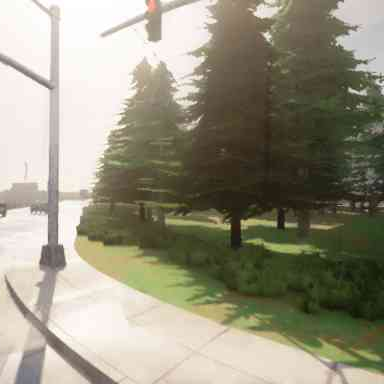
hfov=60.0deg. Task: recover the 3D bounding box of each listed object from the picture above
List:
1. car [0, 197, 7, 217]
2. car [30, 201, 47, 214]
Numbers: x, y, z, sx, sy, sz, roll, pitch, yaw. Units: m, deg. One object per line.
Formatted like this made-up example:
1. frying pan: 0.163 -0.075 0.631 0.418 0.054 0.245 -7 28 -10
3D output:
1. car: -19.898 1.520 32.801 2.150 2.045 5.566 1 -1 -18
2. car: -18.834 1.909 41.397 1.837 1.490 4.892 1 -1 -17
